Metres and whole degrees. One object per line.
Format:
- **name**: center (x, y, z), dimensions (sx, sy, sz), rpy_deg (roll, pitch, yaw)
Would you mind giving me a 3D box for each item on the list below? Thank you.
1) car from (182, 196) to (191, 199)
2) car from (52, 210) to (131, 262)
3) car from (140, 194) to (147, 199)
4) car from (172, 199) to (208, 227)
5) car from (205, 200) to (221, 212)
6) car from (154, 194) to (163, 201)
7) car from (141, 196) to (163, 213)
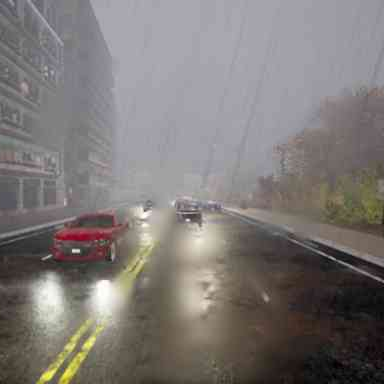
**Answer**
- **car**: center (-1.197, 1.568, 40.760), dimensions (1.994, 1.385, 4.181), rpy_deg (0, 0, -3)
- **car**: center (-3.505, 1.483, 12.404), dimensions (1.882, 1.535, 5.008), rpy_deg (0, 0, -1)
- **car**: center (-10.931, 1.289, 76.046), dimensions (1.812, 1.442, 4.674), rpy_deg (0, 0, -7)
- **car**: center (-0.337, 1.496, 22.692), dimensions (2.128, 1.511, 4.902), rpy_deg (0, 0, -2)
- **car**: center (2.168, 1.603, 38.938), dimensions (1.895, 1.301, 4.718), rpy_deg (0, 0, -3)
- **car**: center (-7.706, 1.299, 76.446), dimensions (2.033, 1.411, 5.357), rpy_deg (0, 0, -7)
- **car**: center (-4.339, 1.515, 37.145), dimensions (1.837, 1.490, 4.892), rpy_deg (0, -1, -3)
